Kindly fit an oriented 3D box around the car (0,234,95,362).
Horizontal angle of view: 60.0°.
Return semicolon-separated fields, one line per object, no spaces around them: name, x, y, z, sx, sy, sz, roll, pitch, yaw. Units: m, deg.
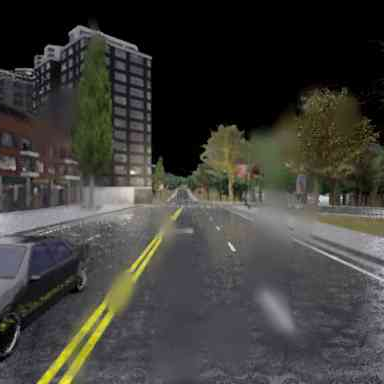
car;-3.352;1.551;6.136;2.033;1.411;5.357;0;0;0
